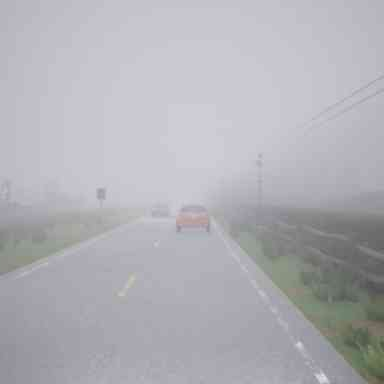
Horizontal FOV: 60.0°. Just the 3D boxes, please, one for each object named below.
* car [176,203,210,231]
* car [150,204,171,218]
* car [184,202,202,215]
[{"bbox_3d":[0.089,1.581,22.228,2.097,1.767,4.553,0,-1,0],"label":"car"},{"bbox_3d":[-3.217,1.942,35.244,2.033,1.411,5.357,0,-1,0],"label":"car"},{"bbox_3d":[0.081,1.972,39.687,1.994,1.385,4.181,0,-1,0],"label":"car"}]
